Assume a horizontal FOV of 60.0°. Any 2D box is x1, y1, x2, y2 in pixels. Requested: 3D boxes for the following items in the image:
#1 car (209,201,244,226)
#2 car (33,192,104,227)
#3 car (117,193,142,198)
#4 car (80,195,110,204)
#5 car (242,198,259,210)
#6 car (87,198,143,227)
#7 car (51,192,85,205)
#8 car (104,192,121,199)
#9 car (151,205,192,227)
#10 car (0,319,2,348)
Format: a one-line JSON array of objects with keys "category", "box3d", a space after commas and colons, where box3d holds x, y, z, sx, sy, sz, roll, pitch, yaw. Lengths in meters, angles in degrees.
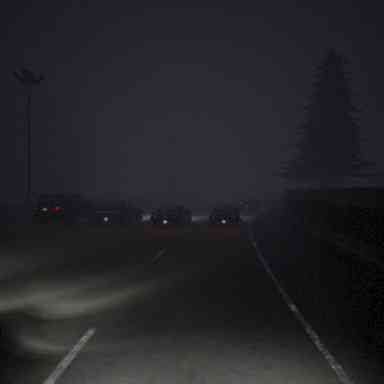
[{"category": "car", "box3d": [2.375, 1.530, 22.750, 1.895, 1.301, 4.718, 0, 0, 10]}, {"category": "car", "box3d": [-8.341, 1.136, 22.503, 2.150, 2.045, 5.566, 0, 0, 9]}, {"category": "car", "box3d": [-9.823, 1.350, 56.125, 2.033, 1.411, 5.357, 0, 0, 22]}, {"category": "car", "box3d": [-16.736, 1.335, 57.704, 2.033, 1.411, 5.357, 0, 0, 22]}, {"category": "car", "box3d": [7.024, 1.404, 40.614, 1.812, 1.442, 4.674, 0, 0, 18]}, {"category": "car", "box3d": [-4.787, 1.411, 22.401, 2.128, 1.511, 4.902, 0, 0, 9]}, {"category": "car", "box3d": [-20.931, 1.005, 56.473, 2.150, 2.045, 5.566, 0, 0, 21]}, {"category": "car", "box3d": [-13.766, 1.020, 55.665, 2.150, 2.045, 5.566, 0, 0, 22]}, {"category": "car", "box3d": [-1.253, 1.526, 22.470, 1.895, 1.301, 4.718, 0, 0, 10]}, {"category": "car", "box3d": [-3.282, 1.466, 2.065, 1.882, 1.535, 5.008, 0, 0, 1]}]
